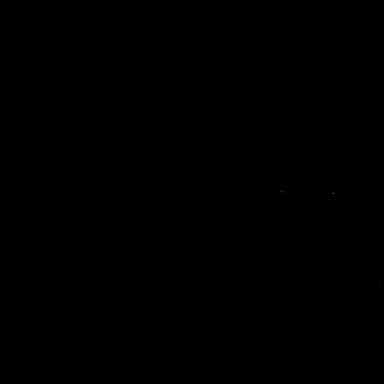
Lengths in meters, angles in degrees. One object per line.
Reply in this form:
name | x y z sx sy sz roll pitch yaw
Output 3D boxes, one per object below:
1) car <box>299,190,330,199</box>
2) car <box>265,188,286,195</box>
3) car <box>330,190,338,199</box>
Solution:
car | 20.339 0.396 55.983 1.895 1.301 4.718 2 2 -21
car | 17.750 -0.232 71.090 2.033 1.411 5.357 2 2 -21
car | 23.042 0.365 57.534 2.128 1.511 4.902 2 2 -21
